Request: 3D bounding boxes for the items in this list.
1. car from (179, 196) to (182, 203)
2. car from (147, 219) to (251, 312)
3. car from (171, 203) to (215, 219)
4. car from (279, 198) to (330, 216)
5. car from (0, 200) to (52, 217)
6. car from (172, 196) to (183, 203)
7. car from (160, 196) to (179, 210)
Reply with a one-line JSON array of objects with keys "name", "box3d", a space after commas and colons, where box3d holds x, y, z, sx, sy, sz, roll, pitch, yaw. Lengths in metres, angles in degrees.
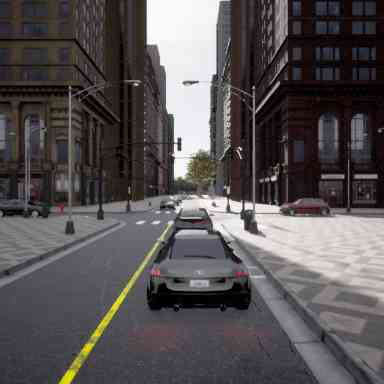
[{"name": "car", "box3d": [-3.085, 1.496, 54.985, 2.128, 1.511, 4.902, 0, 0, 0]}, {"name": "car", "box3d": [0.108, 1.564, 7.812, 1.994, 1.385, 4.181, 0, 0, -1]}, {"name": "car", "box3d": [0.062, 1.505, 16.720, 1.837, 1.490, 4.892, 0, 0, 0]}, {"name": "car", "box3d": [10.788, 1.388, 32.168, 4.553, 1.767, 2.097, 0, 0, 0]}, {"name": "car", "box3d": [-14.747, 1.453, 28.968, 4.892, 1.490, 1.837, 0, 0, -1]}, {"name": "car", "box3d": [-2.996, 1.565, 69.431, 2.033, 1.411, 5.357, 0, 0, 0]}, {"name": "car", "box3d": [-3.089, 1.546, 43.176, 2.033, 1.411, 5.357, 0, 0, 0]}]
